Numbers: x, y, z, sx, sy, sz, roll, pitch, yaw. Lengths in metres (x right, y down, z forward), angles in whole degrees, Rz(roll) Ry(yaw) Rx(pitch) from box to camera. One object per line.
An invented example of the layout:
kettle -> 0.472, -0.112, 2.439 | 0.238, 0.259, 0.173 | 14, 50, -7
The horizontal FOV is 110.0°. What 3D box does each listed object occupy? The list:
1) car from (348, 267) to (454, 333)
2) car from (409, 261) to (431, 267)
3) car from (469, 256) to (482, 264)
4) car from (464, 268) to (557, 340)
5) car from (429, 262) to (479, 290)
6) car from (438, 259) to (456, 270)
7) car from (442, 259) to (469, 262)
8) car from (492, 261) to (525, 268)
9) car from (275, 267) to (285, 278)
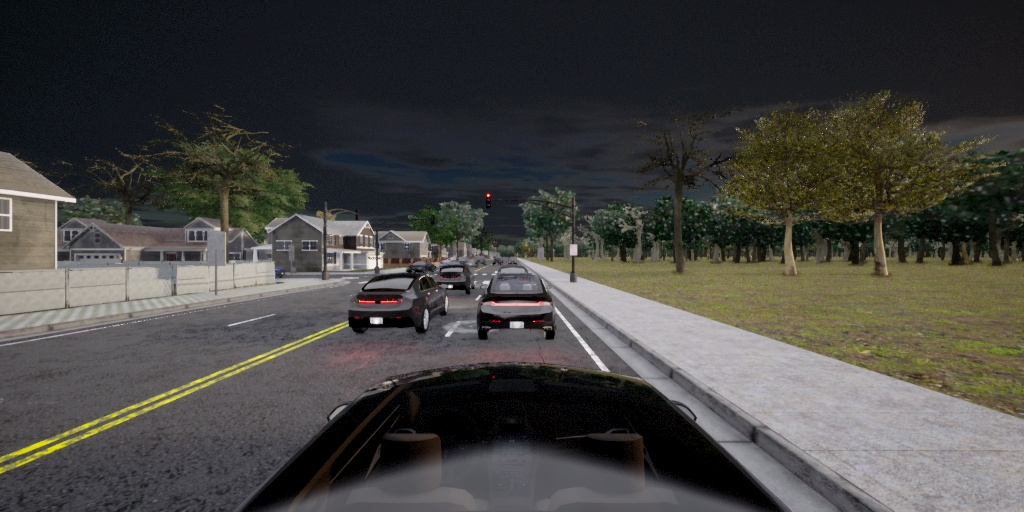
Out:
car -> -3.137, 1.255, 10.736 | 1.837, 1.490, 4.892 | 0, 0, 0
car -> -10.237, 1.292, 40.827 | 2.033, 1.411, 5.357 | 0, 0, 7
car -> -6.512, 1.224, 57.929 | 2.128, 1.511, 4.902 | 0, 0, 0
car -> 0.110, 1.241, 9.986 | 2.128, 1.511, 4.902 | 0, 0, 0
car -> -3.114, 1.255, 20.070 | 1.837, 1.490, 4.892 | 0, 0, -1
car -> -9.781, 1.260, 54.223 | 1.812, 1.442, 4.674 | 0, 0, 0
car -> -6.550, 1.292, 40.802 | 2.033, 1.411, 5.357 | 0, 0, 0
car -> 0.052, 1.228, 19.388 | 1.882, 1.535, 5.008 | 0, 0, 1
car -> -22.708, 1.258, 31.575 | 5.008, 1.535, 1.882 | 0, 0, 0
